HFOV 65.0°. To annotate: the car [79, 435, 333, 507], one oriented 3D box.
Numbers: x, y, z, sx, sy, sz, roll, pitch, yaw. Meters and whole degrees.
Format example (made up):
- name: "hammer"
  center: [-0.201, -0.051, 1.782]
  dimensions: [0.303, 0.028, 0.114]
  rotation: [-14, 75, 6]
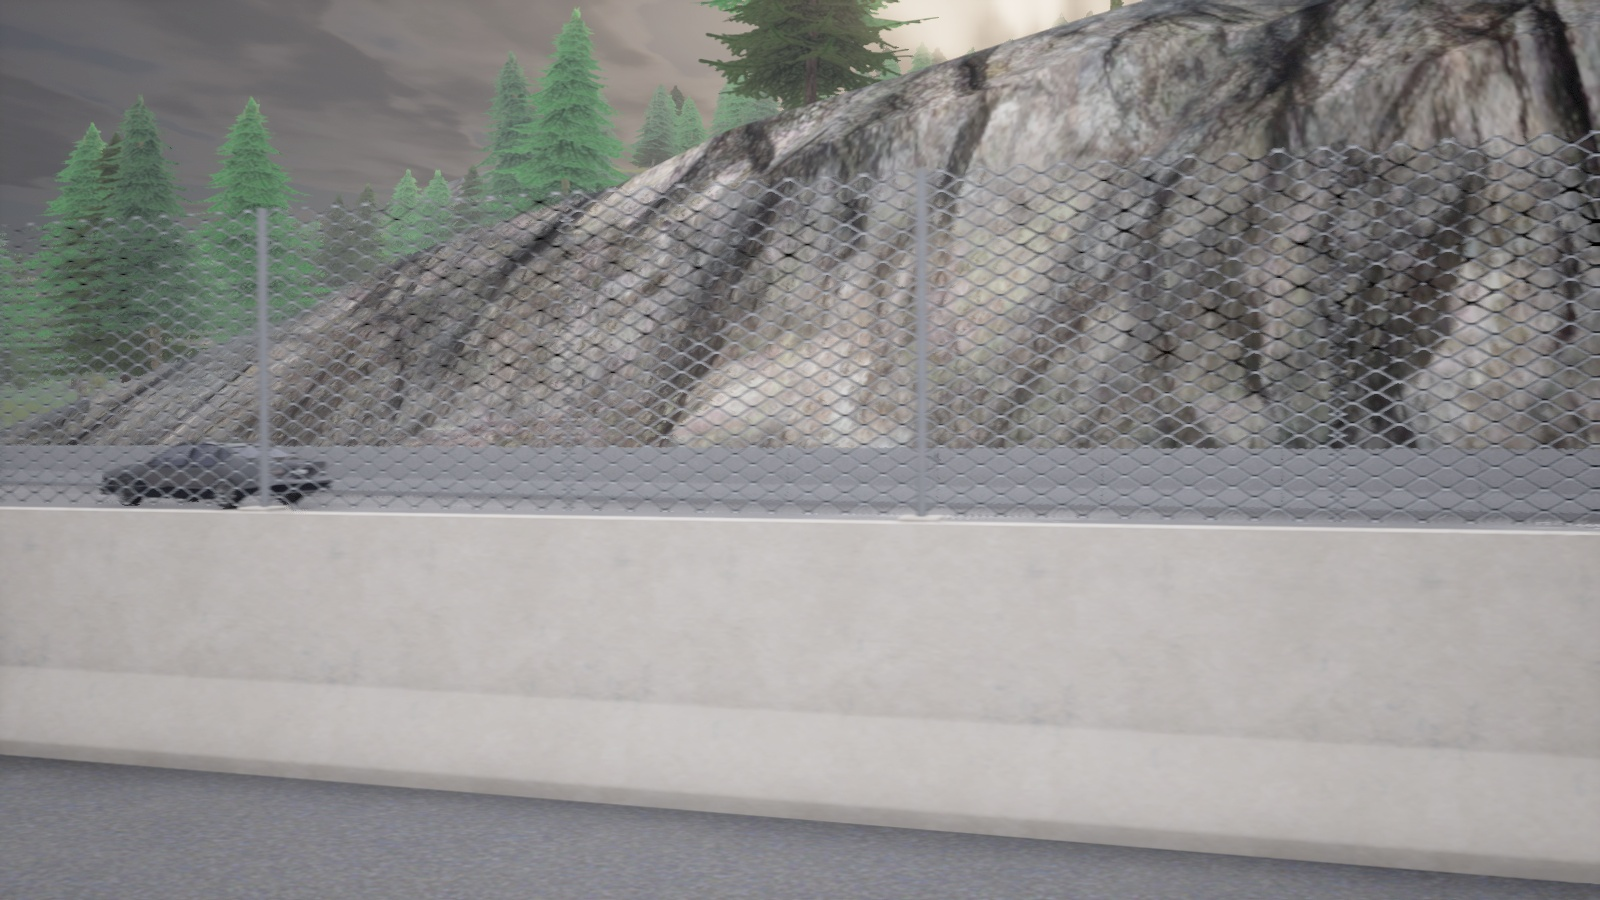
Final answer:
- name: "car"
  center: [-12.844, 0.395, 27.106]
  dimensions: [5.357, 1.411, 2.033]
  rotation: [1, 1, 25]
